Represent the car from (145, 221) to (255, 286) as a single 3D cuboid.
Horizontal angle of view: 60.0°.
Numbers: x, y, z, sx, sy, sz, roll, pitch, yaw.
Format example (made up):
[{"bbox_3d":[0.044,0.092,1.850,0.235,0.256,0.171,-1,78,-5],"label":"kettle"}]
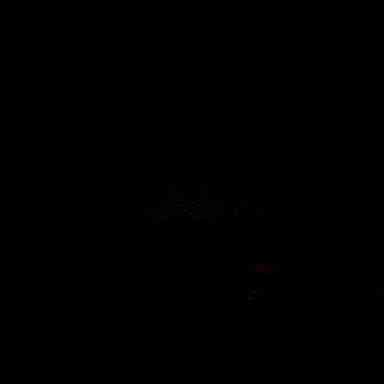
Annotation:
[{"bbox_3d":[-0.561,1.507,8.150,4.892,1.490,1.837,1,0,-37],"label":"car"}]
